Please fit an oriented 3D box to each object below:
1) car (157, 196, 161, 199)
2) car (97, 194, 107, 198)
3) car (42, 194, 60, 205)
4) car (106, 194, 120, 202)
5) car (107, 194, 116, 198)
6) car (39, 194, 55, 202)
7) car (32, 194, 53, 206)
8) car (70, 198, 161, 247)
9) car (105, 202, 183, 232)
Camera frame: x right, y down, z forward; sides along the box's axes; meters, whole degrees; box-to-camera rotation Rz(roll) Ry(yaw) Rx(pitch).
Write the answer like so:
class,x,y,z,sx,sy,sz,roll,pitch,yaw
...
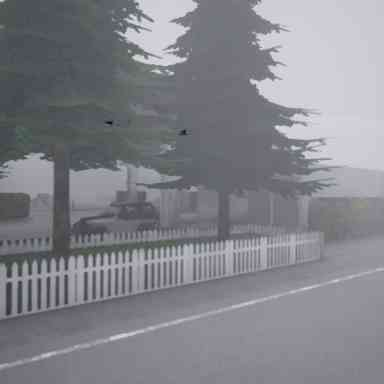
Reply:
class,x,y,z,sx,sy,sz,roll,pitch,yaw
car,-6.122,1.663,70.896,1.845,1.501,3.633,1,0,-36
car,-22.071,1.358,81.713,1.905,1.878,3.866,1,0,-36
car,-24.703,1.229,58.280,1.932,1.855,4.605,1,0,-36
car,-19.967,1.406,83.758,1.932,1.855,4.605,1,0,-36
car,-14.221,1.547,65.043,2.007,1.523,4.514,1,0,-36
car,-32.409,1.314,74.175,2.152,1.636,5.027,1,0,-36
car,-22.722,1.178,49.986,1.905,1.878,3.866,1,0,-36
car,-3.302,1.370,15.060,3.866,1.878,1.905,1,0,-36
car,-3.135,1.578,22.189,4.611,1.667,2.242,1,0,-36
